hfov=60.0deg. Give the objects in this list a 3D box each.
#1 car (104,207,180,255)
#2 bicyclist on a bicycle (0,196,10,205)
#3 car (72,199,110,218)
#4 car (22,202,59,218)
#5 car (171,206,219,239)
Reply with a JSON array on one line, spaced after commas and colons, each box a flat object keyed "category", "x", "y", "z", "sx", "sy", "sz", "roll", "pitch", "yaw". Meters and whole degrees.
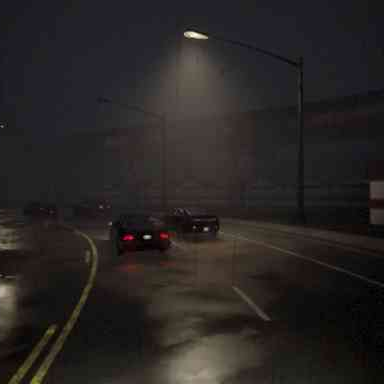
[{"category": "car", "x": -2.280, "y": 1.569, "z": 13.549, "sx": 2.033, "sy": 1.411, "sz": 5.357, "roll": 0, "pitch": 0, "yaw": -18}, {"category": "bicyclist on a bicycle", "x": -33.543, "y": 1.514, "z": 59.755, "sx": 1.656, "sy": 1.620, "sz": 0.582, "roll": 0, "pitch": 0, "yaw": -16}, {"category": "car", "x": -9.679, "y": 1.424, "z": 31.647, "sx": 2.097, "sy": 1.767, "sz": 4.553, "roll": 0, "pitch": 0, "yaw": -43}, {"category": "car", "x": -14.230, "y": 1.621, "z": 31.234, "sx": 4.674, "sy": 1.442, "sz": 1.812, "roll": 0, "pitch": 0, "yaw": 42}, {"category": "car", "x": -0.244, "y": 1.506, "z": 17.625, "sx": 2.128, "sy": 1.511, "sz": 4.902, "roll": 0, "pitch": 0, "yaw": -22}]
